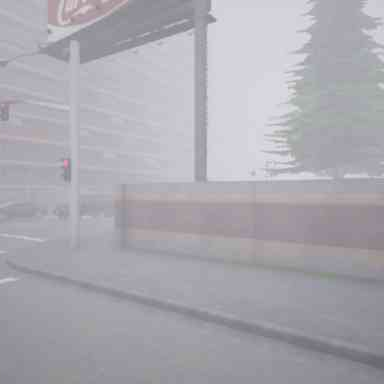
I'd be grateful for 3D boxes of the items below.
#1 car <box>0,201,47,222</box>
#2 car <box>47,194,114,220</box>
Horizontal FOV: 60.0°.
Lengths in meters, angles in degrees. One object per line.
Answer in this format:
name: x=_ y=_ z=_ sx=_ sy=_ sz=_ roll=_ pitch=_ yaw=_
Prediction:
car: x=-14.178 y=1.517 z=26.867 sx=1.837 sy=1.490 sz=4.892 roll=0 pitch=0 yaw=35
car: x=-8.899 y=1.233 z=28.281 sx=2.150 sy=2.045 sz=5.566 roll=0 pitch=0 yaw=35
